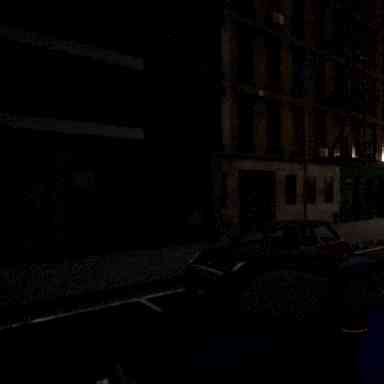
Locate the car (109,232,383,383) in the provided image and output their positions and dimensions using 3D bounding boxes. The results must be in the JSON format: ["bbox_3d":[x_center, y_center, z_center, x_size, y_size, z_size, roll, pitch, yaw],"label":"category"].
[{"bbox_3d":[1.364,1.506,4.032,4.674,1.442,1.812,0,0,-36],"label":"car"}]

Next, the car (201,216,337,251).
[{"bbox_3d":[1.828,1.406,7.497,4.097,1.590,1.967,0,0,-36],"label":"car"}]
